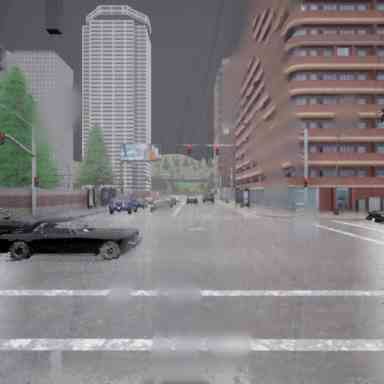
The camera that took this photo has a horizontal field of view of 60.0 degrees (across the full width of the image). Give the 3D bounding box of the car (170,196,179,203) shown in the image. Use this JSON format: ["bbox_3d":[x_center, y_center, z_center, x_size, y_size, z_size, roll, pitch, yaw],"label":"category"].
[{"bbox_3d":[-3.590,1.523,69.063,1.812,1.442,4.674,0,0,0],"label":"car"}]

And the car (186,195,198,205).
[{"bbox_3d":[0.027,1.475,59.474,1.882,1.535,5.008,0,0,0],"label":"car"}]

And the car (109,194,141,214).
[{"bbox_3d":[-7.146,1.221,35.199,2.150,2.045,5.566,0,0,0],"label":"car"}]

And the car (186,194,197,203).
[{"bbox_3d":[-0.089,1.349,69.466,2.097,1.767,4.553,0,0,0],"label":"car"}]

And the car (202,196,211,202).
[{"bbox_3d":[3.400,1.574,78.247,1.895,1.301,4.718,0,0,0],"label":"car"}]

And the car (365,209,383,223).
[{"bbox_3d":[15.002,1.491,23.249,5.357,1.411,2.033,0,0,-12],"label":"car"}]

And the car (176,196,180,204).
[{"bbox_3d":[-3.654,1.545,57.920,2.033,1.411,5.357,0,0,0],"label":"car"}]

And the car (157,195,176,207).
[{"bbox_3d":[-3.652,1.524,47.355,1.812,1.442,4.674,0,0,0],"label":"car"}]

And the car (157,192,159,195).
[{"bbox_3d":[-7.115,1.349,66.451,2.097,1.767,4.553,0,0,0],"label":"car"}]

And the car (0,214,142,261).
[{"bbox_3d":[-4.171,1.583,11.548,4.718,1.301,1.895,0,0,0],"label":"car"}]

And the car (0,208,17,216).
[{"bbox_3d":[-9.337,1.513,16.067,4.674,1.442,1.812,0,0,-16],"label":"car"}]

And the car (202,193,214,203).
[{"bbox_3d":[3.412,1.219,68.680,2.150,2.045,5.566,0,0,0],"label":"car"}]

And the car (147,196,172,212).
[{"bbox_3d":[-3.647,1.524,38.259,1.812,1.442,4.674,0,0,0],"label":"car"}]

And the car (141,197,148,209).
[{"bbox_3d":[-7.158,1.546,45.449,2.033,1.411,5.357,0,0,0],"label":"car"}]
